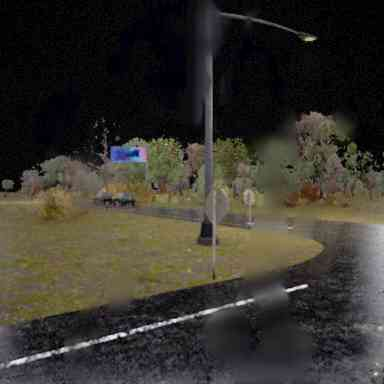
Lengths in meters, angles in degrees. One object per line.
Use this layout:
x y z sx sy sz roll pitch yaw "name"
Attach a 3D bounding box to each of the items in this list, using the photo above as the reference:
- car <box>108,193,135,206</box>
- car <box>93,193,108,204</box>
-10.868 1.145 52.734 2.150 2.045 5.566 0 0 -33 "car"
-16.374 1.127 60.927 2.150 2.045 5.566 0 0 -34 "car"
